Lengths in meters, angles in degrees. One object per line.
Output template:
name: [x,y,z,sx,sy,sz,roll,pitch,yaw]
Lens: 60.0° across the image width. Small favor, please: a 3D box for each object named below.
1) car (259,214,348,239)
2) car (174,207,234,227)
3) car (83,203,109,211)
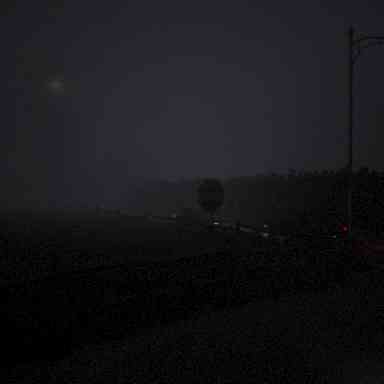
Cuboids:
car: [5.616,1.814,17.486,1.895,1.301,4.718,0,-1,-27]
car: [0.647,1.742,21.448,1.837,1.490,4.892,1,0,-36]
car: [-11.080,1.892,37.860,1.895,1.301,4.718,1,0,-35]
